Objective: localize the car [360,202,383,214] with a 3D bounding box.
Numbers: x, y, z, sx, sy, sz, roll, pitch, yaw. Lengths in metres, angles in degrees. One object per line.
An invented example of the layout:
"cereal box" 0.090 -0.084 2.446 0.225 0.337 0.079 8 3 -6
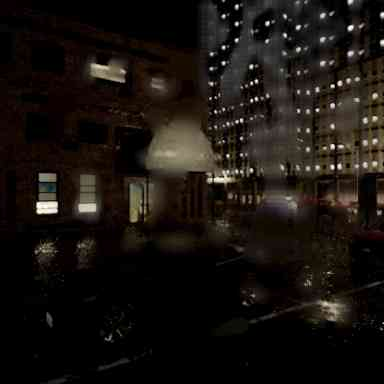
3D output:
"car" 19.421 1.791 36.105 2.008 1.369 4.403 0 0 -35

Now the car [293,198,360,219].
"car" 12.541 1.533 31.320 2.192 1.841 5.009 0 0 -35

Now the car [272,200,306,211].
"car" 13.094 1.807 45.203 1.802 1.307 4.206 0 0 -35

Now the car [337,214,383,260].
"car" 7.446 1.646 12.012 4.507 1.381 1.887 1 -1 -35

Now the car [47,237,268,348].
"car" -0.401 1.591 6.347 4.313 1.339 1.947 1 -1 -35

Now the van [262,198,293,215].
"van" 9.377 1.552 35.869 1.690 1.788 3.998 0 0 -35

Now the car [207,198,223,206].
"car" 3.506 1.731 58.990 1.752 1.417 4.829 0 0 -35
